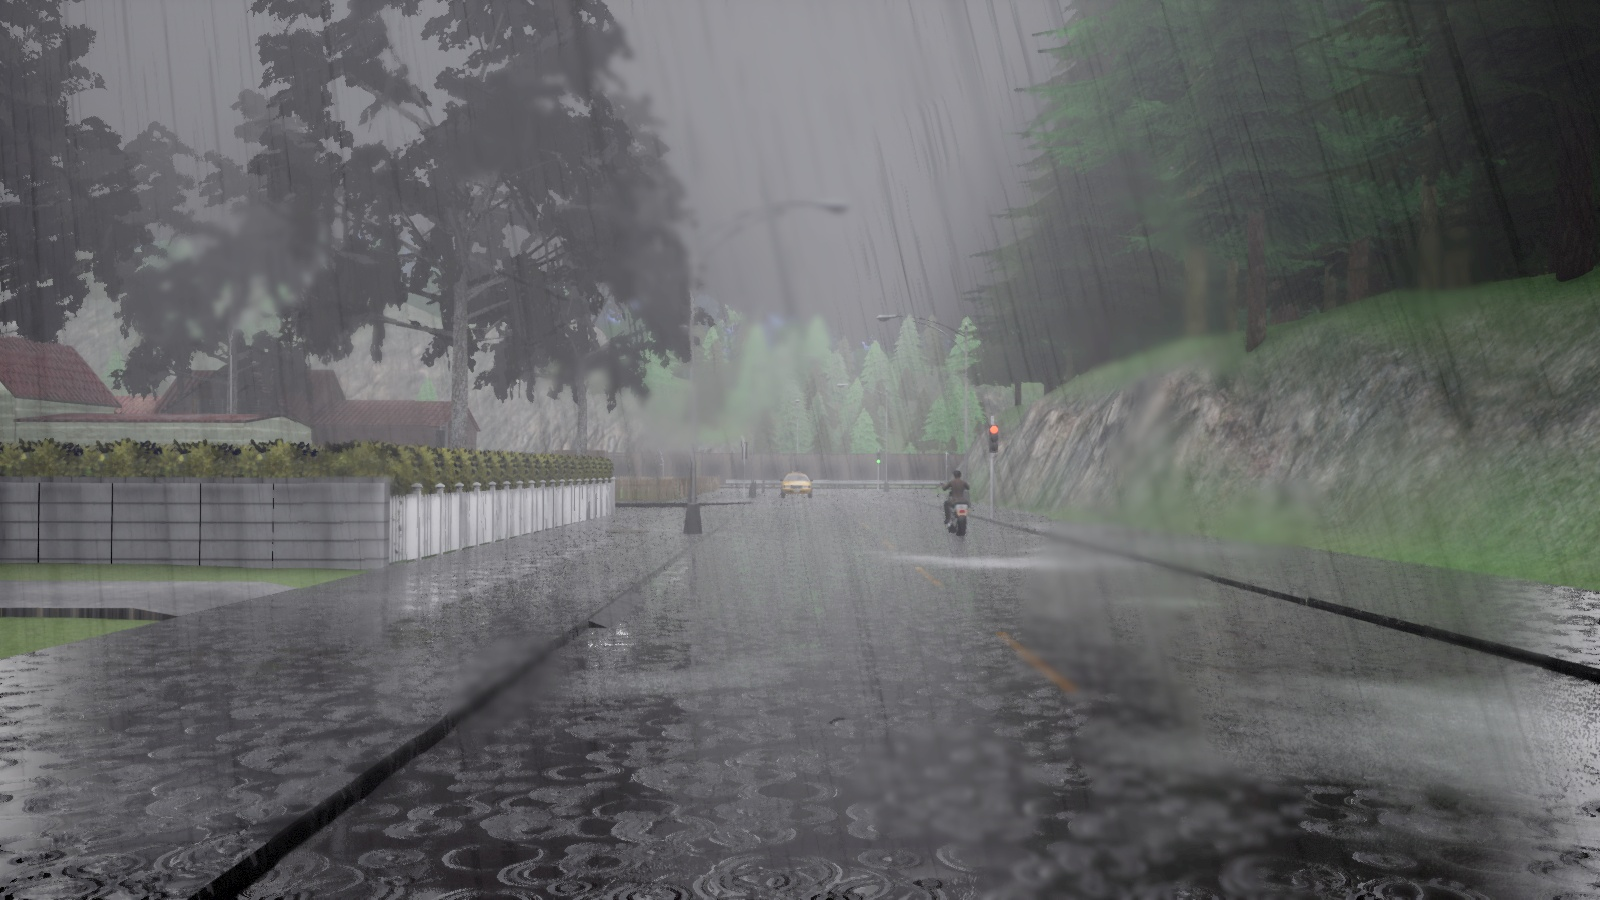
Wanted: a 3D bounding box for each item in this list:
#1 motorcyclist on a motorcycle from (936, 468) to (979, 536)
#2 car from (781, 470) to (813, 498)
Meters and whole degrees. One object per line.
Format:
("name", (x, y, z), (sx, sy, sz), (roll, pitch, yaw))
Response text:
("motorcyclist on a motorcycle", (3.921, 1.276, 31.506), (0.766, 1.649, 2.350), (0, -1, 0))
("car", (-0.184, 1.989, 73.693), (1.801, 1.575, 5.366), (0, -1, 0))
